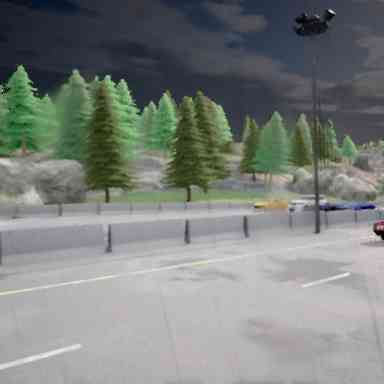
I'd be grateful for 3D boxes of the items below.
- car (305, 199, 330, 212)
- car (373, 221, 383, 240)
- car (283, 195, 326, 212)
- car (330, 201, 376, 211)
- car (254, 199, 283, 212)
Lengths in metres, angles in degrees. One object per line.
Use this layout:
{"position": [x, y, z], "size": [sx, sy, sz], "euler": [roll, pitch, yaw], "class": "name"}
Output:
{"position": [14.741, 1.715, 35.981], "size": [4.718, 1.301, 1.895], "euler": [1, 0, -35], "class": "car"}
{"position": [10.516, 1.609, 15.539], "size": [4.718, 1.301, 1.895], "euler": [0, 0, -35], "class": "car"}
{"position": [13.898, 1.354, 39.671], "size": [5.566, 2.045, 2.150], "euler": [1, -1, -35], "class": "car"}
{"position": [16.045, 1.584, 32.611], "size": [5.008, 1.535, 1.882], "euler": [1, 0, -35], "class": "car"}
{"position": [9.755, 1.581, 41.017], "size": [5.008, 1.535, 1.882], "euler": [1, 0, -35], "class": "car"}
